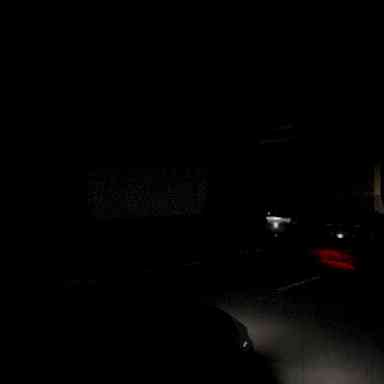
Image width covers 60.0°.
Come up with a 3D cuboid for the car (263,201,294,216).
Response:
[{"bbox_3d":[8.445,1.547,32.361,2.033,1.411,5.357,0,0,34],"label":"car"}]

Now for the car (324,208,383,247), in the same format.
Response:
[{"bbox_3d":[7.714,1.508,15.230,1.837,1.490,4.892,0,0,44],"label":"car"}]

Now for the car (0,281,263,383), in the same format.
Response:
[{"bbox_3d":[-1.469,1.525,2.716,4.674,1.442,1.812,0,0,-36],"label":"car"}]
